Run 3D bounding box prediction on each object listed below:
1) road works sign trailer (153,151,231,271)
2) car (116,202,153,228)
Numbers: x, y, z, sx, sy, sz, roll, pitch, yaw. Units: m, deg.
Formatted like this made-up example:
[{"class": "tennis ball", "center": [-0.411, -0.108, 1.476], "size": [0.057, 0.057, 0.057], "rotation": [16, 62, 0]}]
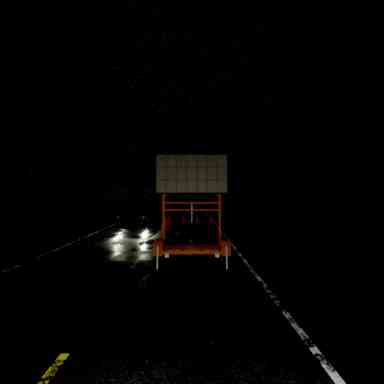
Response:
[{"class": "road works sign trailer", "center": [-0.009, 0.463, 10.937], "size": [2.380, 3.560, 2.880], "rotation": [0, 0, -1]}, {"class": "car", "center": [-3.704, 1.476, 22.158], "size": [1.882, 1.535, 5.008], "rotation": [0, 0, 0]}]
